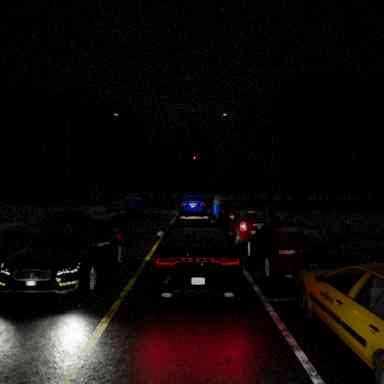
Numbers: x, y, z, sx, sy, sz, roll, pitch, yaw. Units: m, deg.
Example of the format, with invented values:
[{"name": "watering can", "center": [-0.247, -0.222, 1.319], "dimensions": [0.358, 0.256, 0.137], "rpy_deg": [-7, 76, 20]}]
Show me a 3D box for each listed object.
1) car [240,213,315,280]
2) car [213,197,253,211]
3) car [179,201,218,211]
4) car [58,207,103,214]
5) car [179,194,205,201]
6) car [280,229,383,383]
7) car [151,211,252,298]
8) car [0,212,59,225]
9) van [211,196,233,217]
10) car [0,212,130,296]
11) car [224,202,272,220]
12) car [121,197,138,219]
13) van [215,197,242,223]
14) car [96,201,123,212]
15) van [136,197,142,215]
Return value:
[{"name": "car", "center": [2.758, 1.545, 9.779], "dimensions": [1.887, 1.381, 4.507], "rpy_deg": [0, 0, 0]}, {"name": "car", "center": [2.756, 1.317, 20.655], "dimensions": [2.192, 1.841, 5.009], "rpy_deg": [0, 0, 0]}, {"name": "car", "center": [0.093, 1.493, 19.001], "dimensions": [2.128, 1.511, 4.902], "rpy_deg": [0, 0, 0]}, {"name": "car", "center": [-5.768, 1.567, 15.215], "dimensions": [1.947, 1.339, 4.313], "rpy_deg": [0, 0, 0]}, {"name": "car", "center": [0.018, 1.226, 29.369], "dimensions": [2.150, 2.045, 5.566], "rpy_deg": [0, 0, -2]}, {"name": "car", "center": [2.759, 1.525, 4.512], "dimensions": [1.752, 1.417, 4.829], "rpy_deg": [0, 0, 0]}, {"name": "car", "center": [0.093, 1.478, 8.558], "dimensions": [1.882, 1.535, 5.008], "rpy_deg": [0, 0, 0]}, {"name": "car", "center": [-5.767, 1.526, 9.608], "dimensions": [1.752, 1.417, 4.829], "rpy_deg": [0, 0, 0]}, {"name": "van", "center": [2.754, 1.346, 31.530], "dimensions": [1.690, 1.788, 3.998], "rpy_deg": [0, 0, 0]}, {"name": "car", "center": [-3.100, 1.505, 8.835], "dimensions": [1.837, 1.490, 4.892], "rpy_deg": [0, 0, 0]}, {"name": "car", "center": [2.757, 1.441, 15.217], "dimensions": [1.967, 1.590, 4.097], "rpy_deg": [0, 0, 0]}, {"name": "car", "center": [-5.770, 1.444, 26.090], "dimensions": [1.967, 1.590, 4.097], "rpy_deg": [0, 0, 0]}, {"name": "van", "center": [2.755, 1.345, 26.092], "dimensions": [1.690, 1.788, 3.998], "rpy_deg": [0, 0, 0]}, {"name": "car", "center": [-5.769, 1.528, 20.483], "dimensions": [1.752, 1.417, 4.829], "rpy_deg": [0, 0, 0]}, {"name": "van", "center": [-5.771, 1.346, 31.528], "dimensions": [1.690, 1.788, 3.998], "rpy_deg": [0, 0, 0]}]
